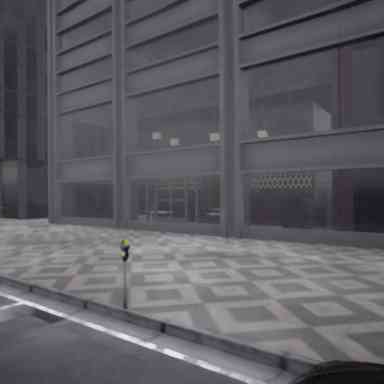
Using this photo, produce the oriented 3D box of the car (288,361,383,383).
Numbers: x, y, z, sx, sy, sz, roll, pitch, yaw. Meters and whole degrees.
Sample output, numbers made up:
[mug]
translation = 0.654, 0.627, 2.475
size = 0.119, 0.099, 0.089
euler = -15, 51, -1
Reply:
[car]
translation = 2.283, 1.555, 1.337
size = 4.313, 1.339, 1.947
euler = -1, -1, 35
